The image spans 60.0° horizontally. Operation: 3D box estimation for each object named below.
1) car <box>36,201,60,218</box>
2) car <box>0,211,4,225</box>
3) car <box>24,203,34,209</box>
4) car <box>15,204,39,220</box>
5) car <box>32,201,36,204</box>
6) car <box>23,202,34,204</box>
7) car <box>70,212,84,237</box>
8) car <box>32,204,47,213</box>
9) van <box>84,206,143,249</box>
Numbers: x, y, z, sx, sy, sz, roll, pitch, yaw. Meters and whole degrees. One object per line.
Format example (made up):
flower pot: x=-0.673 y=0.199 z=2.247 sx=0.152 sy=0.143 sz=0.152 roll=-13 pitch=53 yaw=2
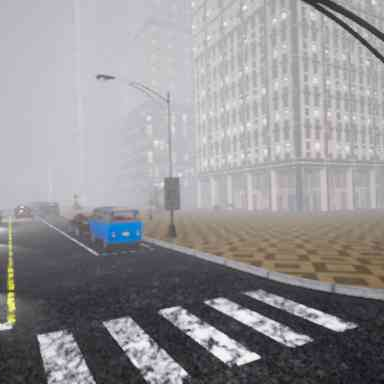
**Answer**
car: x=-17.114 y=2.133 z=40.030 sx=2.192 sy=1.841 sz=5.009 roll=-1 pitch=-1 yaw=-29
car: x=-18.872 y=2.268 z=31.223 sx=2.128 sy=1.511 sz=4.902 roll=-1 pitch=-1 yaw=-28
car: x=-41.056 y=3.400 z=83.741 sx=1.947 sy=1.339 sz=4.313 roll=-1 pitch=-1 yaw=-29
car: x=-19.079 y=2.396 z=38.065 sx=2.033 sy=1.411 sz=5.357 roll=-1 pitch=-1 yaw=-28
car: x=-22.436 y=2.359 z=49.745 sx=2.192 sy=1.841 sz=5.009 roll=-1 pitch=-1 yaw=-29
car: x=-24.018 y=2.606 z=47.033 sx=2.033 sy=1.411 sz=5.357 roll=-1 pitch=-1 yaw=-29
car: x=-6.448 y=1.907 z=20.613 sx=1.887 sy=1.381 sz=4.507 roll=-1 pitch=-1 yaw=-29
car: x=-25.091 y=2.723 z=54.599 sx=1.947 sy=1.339 sz=4.313 roll=-1 pitch=-1 yaw=-29
van: x=-3.713 y=1.588 z=15.803 sx=1.690 sy=1.788 sz=3.998 roll=-1 pitch=-1 yaw=-29
